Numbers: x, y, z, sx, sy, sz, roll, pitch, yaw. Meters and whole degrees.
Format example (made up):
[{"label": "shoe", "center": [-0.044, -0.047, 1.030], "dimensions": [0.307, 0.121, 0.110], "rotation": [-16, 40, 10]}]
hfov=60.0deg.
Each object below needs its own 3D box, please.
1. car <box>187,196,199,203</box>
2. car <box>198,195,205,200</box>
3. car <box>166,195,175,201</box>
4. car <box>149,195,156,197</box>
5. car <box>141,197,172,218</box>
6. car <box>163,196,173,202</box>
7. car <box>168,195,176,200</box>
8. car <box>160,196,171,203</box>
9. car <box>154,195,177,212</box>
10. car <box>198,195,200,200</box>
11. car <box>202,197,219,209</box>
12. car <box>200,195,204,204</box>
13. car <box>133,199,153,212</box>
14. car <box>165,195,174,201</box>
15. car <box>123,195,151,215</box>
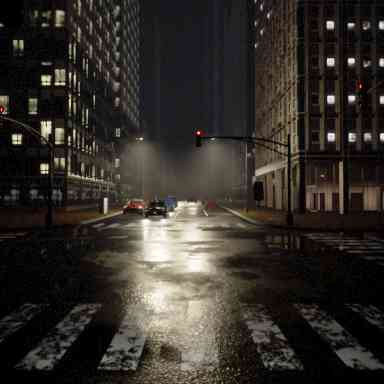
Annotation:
[{"label": "car", "center": [0.026, 1.589, 70.956], "dimensions": [1.994, 1.385, 4.181], "rotation": [0, 0, 0]}, {"label": "car", "center": [2.637, 1.584, 95.094], "dimensions": [1.887, 1.381, 4.507], "rotation": [1, 0, 0]}, {"label": "car", "center": [-5.739, 1.587, 89.432], "dimensions": [2.008, 1.369, 4.403], "rotation": [1, 0, 0]}, {"label": "car", "center": [-5.703, 1.332, 44.831], "dimensions": [2.192, 1.841, 5.009], "rotation": [1, 0, 0]}, {"label": "car", "center": [-3.120, 1.516, 30.264], "dimensions": [1.837, 1.490, 4.892], "rotation": [0, 0, 0]}, {"label": "car", "center": [-5.731, 1.582, 78.281], "dimensions": [2.008, 1.369, 4.403], "rotation": [1, 0, 0]}, {"label": "car", "center": [-5.744, 1.605, 95.007], "dimensions": [1.947, 1.339, 4.313], "rotation": [1, 0, 0]}, {"label": "car", "center": [-5.727, 1.573, 72.706], "dimensions": [1.887, 1.381, 4.507], "rotation": [1, 0, 0]}, {"label": "car", "center": [-3.125, 1.493, 39.769], "dimensions": [1.882, 1.535, 5.008], "rotation": [0, 0, 0]}, {"label": "car", "center": [2.660, 1.590, 61.631], "dimensions": [1.947, 1.339, 4.313], "rotation": [1, 0, 0]}, {"label": "car", "center": [2.671, 1.599, 44.898], "dimensions": [1.802, 1.307, 4.206], "rotation": [1, 0, 0]}, {"label": "car", "center": [2.665, 1.547, 56.224], "dimensions": [1.752, 1.417, 4.829], "rotation": [1, 0, 0]}, {"label": "car", "center": [-5.705, 1.597, 39.255], "dimensions": [1.802, 1.307, 4.206], "rotation": [1, 0, 0]}, {"label": "car", "center": [-5.735, 1.578, 83.857], "dimensions": [1.887, 1.381, 4.507], "rotation": [1, 0, 0]}, {"label": "car", "center": [-5.697, 1.453, 33.680], "dimensions": [1.967, 1.590, 4.097], "rotation": [1, 0, 0]}]
